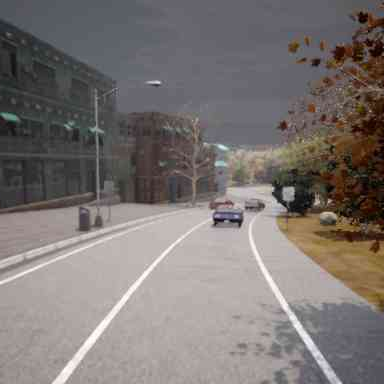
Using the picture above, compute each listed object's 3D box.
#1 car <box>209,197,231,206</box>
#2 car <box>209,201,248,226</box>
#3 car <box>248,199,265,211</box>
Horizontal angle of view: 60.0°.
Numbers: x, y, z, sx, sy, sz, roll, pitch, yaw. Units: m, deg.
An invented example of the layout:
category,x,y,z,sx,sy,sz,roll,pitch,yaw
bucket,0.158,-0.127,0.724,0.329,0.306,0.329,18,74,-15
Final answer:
category,x,y,z,sx,sy,sz,roll,pitch,yaw
car,3.421,1.374,38.743,1.882,1.535,5.008,2,0,20
car,2.628,1.555,22.970,1.895,1.301,4.718,1,0,11
car,7.772,1.579,40.810,2.033,1.411,5.357,2,0,21
